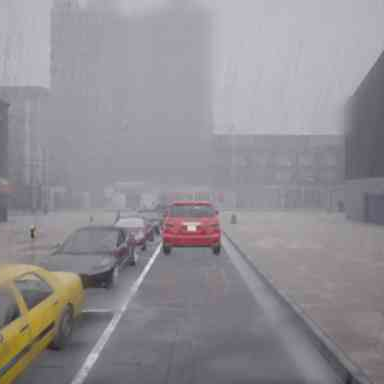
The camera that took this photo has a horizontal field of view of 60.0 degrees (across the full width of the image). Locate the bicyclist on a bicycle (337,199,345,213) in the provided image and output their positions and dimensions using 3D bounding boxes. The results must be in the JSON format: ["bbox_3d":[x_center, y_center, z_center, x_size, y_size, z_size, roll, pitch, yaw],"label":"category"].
[{"bbox_3d":[17.329,1.640,38.828,0.582,1.620,1.656,0,-1,0],"label":"bicyclist on a bicycle"}]

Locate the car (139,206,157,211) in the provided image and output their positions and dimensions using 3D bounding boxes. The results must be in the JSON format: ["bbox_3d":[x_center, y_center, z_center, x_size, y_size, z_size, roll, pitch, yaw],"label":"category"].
[{"bbox_3d":[-2.654,1.758,20.223,1.947,1.339,4.313,0,-1,0],"label":"car"}]

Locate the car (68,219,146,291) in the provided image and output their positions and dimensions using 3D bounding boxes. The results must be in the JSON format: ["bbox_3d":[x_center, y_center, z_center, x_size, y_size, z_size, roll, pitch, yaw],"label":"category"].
[{"bbox_3d":[-2.646,1.655,9.320,1.947,1.339,4.313,0,-1,0],"label":"car"}]

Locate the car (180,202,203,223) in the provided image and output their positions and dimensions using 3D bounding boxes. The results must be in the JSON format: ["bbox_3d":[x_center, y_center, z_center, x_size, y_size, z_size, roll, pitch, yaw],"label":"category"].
[{"bbox_3d":[-0.021,1.758,29.484,1.882,1.535,5.008,0,0,0],"label":"car"}]

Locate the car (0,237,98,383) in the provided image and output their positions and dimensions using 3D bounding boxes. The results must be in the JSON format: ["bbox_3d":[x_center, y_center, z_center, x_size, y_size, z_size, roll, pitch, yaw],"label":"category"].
[{"bbox_3d":[-2.642,1.562,3.698,1.752,1.417,4.829,0,-1,0],"label":"car"}]

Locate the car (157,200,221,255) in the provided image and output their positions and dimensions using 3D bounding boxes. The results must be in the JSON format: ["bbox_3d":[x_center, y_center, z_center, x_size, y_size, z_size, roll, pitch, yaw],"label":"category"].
[{"bbox_3d":[-0.009,1.351,14.031,2.150,2.045,5.566,0,0,0],"label":"car"}]

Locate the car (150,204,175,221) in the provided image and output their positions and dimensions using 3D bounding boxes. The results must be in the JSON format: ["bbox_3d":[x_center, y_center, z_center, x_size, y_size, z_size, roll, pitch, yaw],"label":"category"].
[{"bbox_3d":[-2.662,1.861,31.127,1.947,1.339,4.313,0,-1,0],"label":"car"}]

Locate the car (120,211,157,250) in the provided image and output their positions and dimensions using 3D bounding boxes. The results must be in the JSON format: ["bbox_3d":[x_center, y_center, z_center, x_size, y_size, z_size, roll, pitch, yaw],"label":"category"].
[{"bbox_3d":[-2.650,1.723,14.771,1.802,1.307,4.206,0,-1,0],"label":"car"}]
